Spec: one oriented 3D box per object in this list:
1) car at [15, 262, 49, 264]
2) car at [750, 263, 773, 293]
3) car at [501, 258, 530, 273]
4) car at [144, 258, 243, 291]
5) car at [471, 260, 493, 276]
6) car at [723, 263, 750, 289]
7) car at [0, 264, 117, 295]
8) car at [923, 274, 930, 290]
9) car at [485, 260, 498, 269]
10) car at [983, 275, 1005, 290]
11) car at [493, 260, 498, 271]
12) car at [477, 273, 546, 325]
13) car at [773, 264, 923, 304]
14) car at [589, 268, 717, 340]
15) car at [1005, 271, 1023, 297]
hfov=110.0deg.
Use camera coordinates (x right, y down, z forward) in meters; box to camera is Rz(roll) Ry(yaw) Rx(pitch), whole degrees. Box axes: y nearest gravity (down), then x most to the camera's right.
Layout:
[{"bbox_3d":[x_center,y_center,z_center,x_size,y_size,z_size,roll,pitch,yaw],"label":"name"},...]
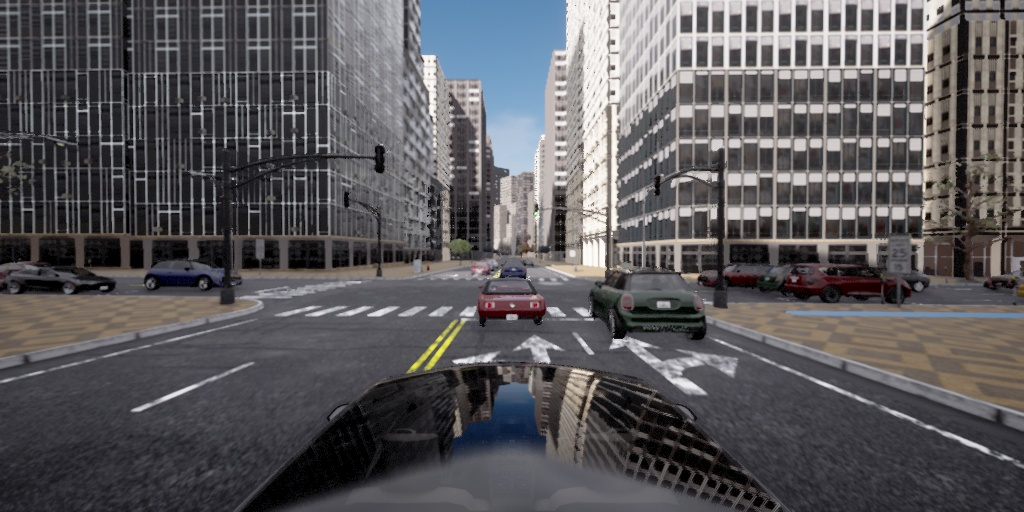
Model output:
[{"bbox_3d":[-28.001,1.088,20.922,4.674,1.442,1.812,1,1,1],"label":"car"},{"bbox_3d":[16.504,1.313,20.154,4.553,1.767,2.097,1,1,1],"label":"car"},{"bbox_3d":[0.130,1.111,30.233,2.097,1.767,4.553,0,-1,0],"label":"car"},{"bbox_3d":[-18.219,1.004,20.677,4.553,1.767,2.097,1,1,2],"label":"car"},{"bbox_3d":[-3.303,1.325,38.496,1.812,1.442,4.674,0,0,0],"label":"car"},{"bbox_3d":[14.639,1.251,23.405,4.553,1.767,2.097,1,1,2],"label":"car"},{"bbox_3d":[-22.719,1.215,18.099,4.313,1.339,1.948,0,0,1],"label":"car"},{"bbox_3d":[23.882,1.486,23.182,4.892,1.490,1.837,1,1,1],"label":"car"},{"bbox_3d":[-3.221,1.343,58.157,1.812,1.442,4.674,0,0,1],"label":"car"},{"bbox_3d":[33.283,1.627,23.008,4.181,1.385,1.994,1,1,1],"label":"car"},{"bbox_3d":[-3.290,1.356,48.183,2.033,1.411,5.357,0,0,0],"label":"car"},{"bbox_3d":[-0.172,1.384,11.863,1.895,1.301,4.718,0,-1,-5],"label":"car"},{"bbox_3d":[16.205,1.310,17.542,5.009,1.841,2.192,0,0,1],"label":"car"},{"bbox_3d":[3.522,1.115,10.175,2.097,1.767,4.553,0,0,3],"label":"car"},{"bbox_3d":[27.653,1.619,17.337,4.829,1.417,1.751,0,0,1],"label":"car"}]
